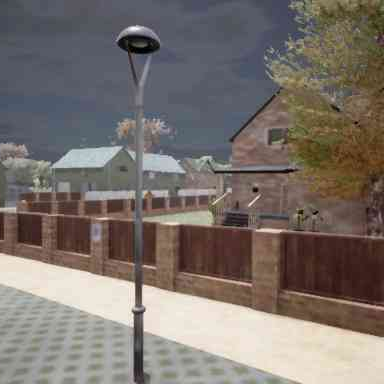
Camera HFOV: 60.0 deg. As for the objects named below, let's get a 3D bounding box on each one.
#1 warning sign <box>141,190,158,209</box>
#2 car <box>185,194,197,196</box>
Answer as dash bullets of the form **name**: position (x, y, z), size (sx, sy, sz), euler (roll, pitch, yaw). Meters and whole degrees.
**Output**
- **warning sign**: position (-4.289, 0.750, 33.561), size (1.300, 1.860, 1.060), euler (1, 0, 35)
- **car**: position (0.272, 0.971, 44.394), size (1.895, 1.301, 4.718), euler (2, 2, 35)
